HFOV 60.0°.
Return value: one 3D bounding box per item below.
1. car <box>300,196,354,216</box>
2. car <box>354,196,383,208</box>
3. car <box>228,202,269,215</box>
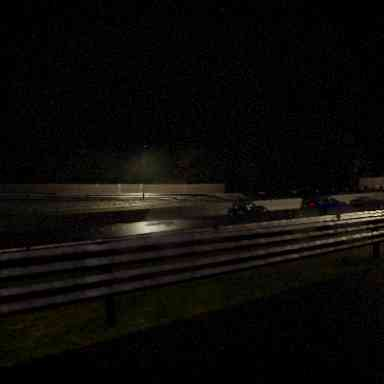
[{"bbox_3d":[14.105,1.415,35.518,5.566,2.045,2.150,-3,2,-25],"label":"car"},{"bbox_3d":[22.789,1.244,43.320,5.357,1.411,2.033,-3,2,-24],"label":"car"},{"bbox_3d":[6.071,1.746,35.689,4.553,1.767,2.097,-3,2,-25],"label":"car"}]
